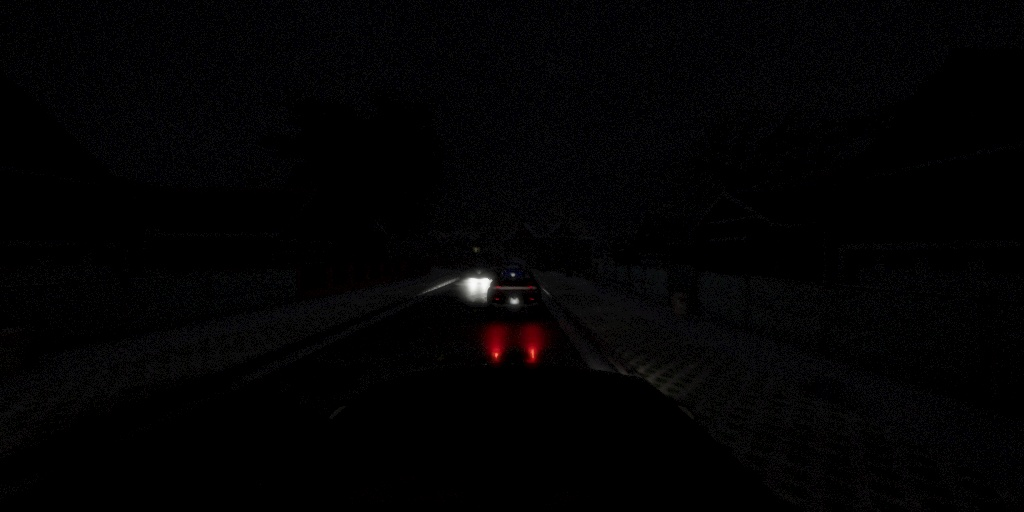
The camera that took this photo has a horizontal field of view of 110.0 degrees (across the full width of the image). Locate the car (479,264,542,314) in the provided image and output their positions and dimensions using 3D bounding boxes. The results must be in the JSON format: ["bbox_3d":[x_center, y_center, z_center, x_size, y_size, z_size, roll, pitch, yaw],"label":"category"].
[{"bbox_3d":[0.090,1.252,13.881,2.128,1.511,4.902,0,0,0],"label":"car"}]

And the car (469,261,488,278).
[{"bbox_3d":[-3.075,1.270,34.811,2.128,1.511,4.902,0,0,-3],"label":"car"}]
